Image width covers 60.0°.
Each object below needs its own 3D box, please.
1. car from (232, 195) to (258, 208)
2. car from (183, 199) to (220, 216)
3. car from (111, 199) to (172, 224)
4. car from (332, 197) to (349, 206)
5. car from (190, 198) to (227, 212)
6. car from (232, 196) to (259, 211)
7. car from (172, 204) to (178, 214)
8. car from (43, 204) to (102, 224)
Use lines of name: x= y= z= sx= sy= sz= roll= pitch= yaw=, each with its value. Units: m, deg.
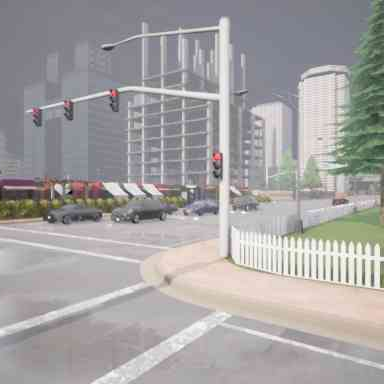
car: x=7.846 y=1.343 z=48.796 sx=2.097 sy=1.767 sz=4.553 roll=0 pitch=0 yaw=34
car: x=0.995 y=1.519 z=32.459 sx=1.812 sy=1.442 sz=4.674 roll=0 pitch=0 yaw=34
car: x=-3.950 y=1.345 z=25.160 sx=2.097 sy=1.767 sz=4.553 roll=0 pitch=0 yaw=34
car: x=24.017 y=1.473 z=53.696 sx=1.882 sy=1.535 sz=5.008 roll=0 pitch=0 yaw=34
car: x=2.150 y=1.539 z=40.438 sx=2.033 sy=1.411 sz=5.357 roll=0 pitch=0 yaw=34
car: x=6.623 y=1.498 z=40.790 sx=1.837 sy=1.490 sz=4.892 roll=0 pitch=0 yaw=34
car: x=-3.488 y=1.539 z=32.097 sx=2.033 sy=1.411 sz=5.357 roll=0 pitch=0 yaw=34
car: x=-8.663 y=1.556 z=24.438 sx=1.994 sy=1.385 sz=4.181 roll=0 pitch=0 yaw=34
